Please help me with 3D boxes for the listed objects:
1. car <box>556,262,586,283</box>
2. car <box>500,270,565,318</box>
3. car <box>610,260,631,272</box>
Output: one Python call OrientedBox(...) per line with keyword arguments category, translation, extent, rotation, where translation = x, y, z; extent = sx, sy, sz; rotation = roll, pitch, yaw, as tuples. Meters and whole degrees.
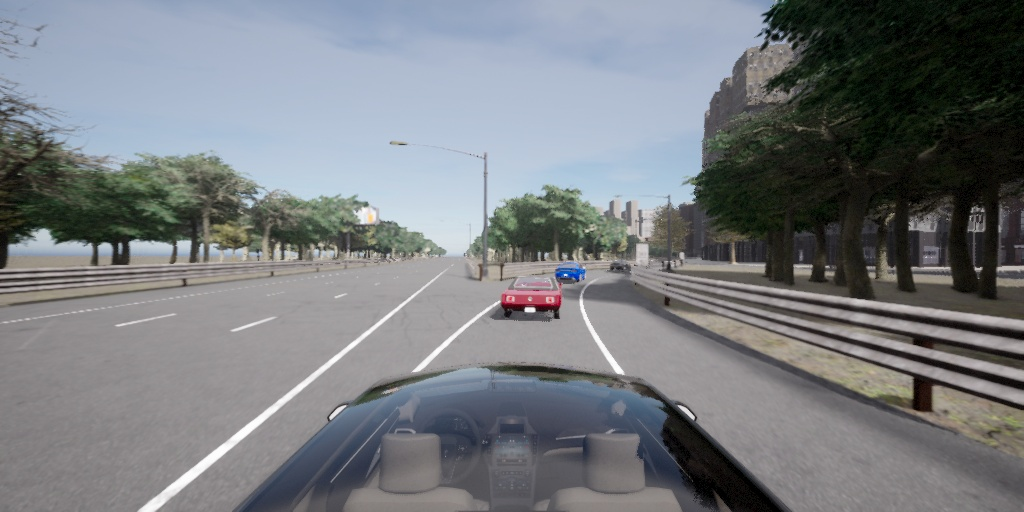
OrientedBox(category="car", translation=(4.778, 1.273, 28.861), extent=(1.882, 1.535, 5.008), rotation=(0, 0, 19))
OrientedBox(category="car", translation=(0.884, 1.357, 13.146), extent=(1.895, 1.301, 4.718), rotation=(0, 0, 8))
OrientedBox(category="car", translation=(14.918, 1.348, 48.939), extent=(1.837, 1.490, 4.892), rotation=(0, -1, 35))
